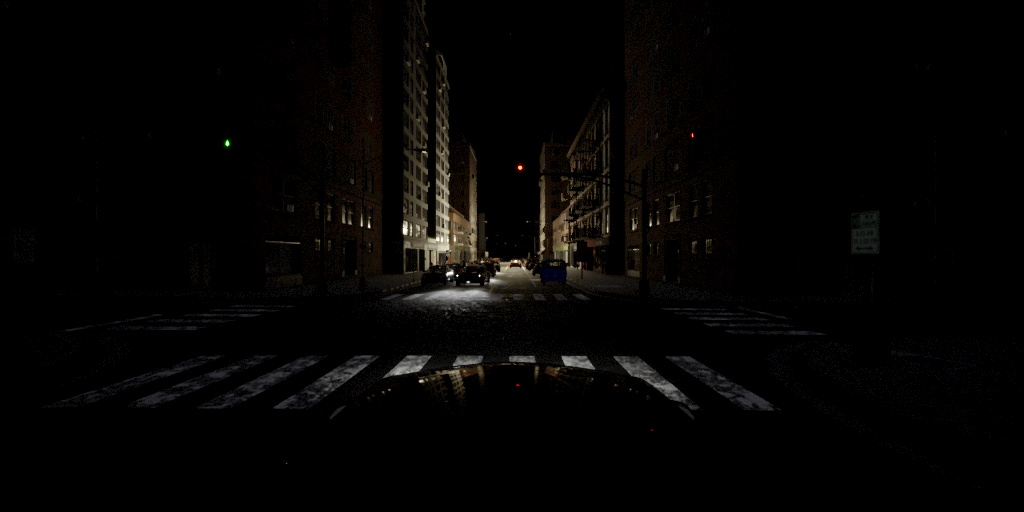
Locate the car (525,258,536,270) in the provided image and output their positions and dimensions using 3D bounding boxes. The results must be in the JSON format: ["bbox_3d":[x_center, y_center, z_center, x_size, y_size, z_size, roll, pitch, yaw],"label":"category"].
[{"bbox_3d":[3.039,1.325,48.082,1.802,1.307,4.207,0,0,1],"label":"car"}]

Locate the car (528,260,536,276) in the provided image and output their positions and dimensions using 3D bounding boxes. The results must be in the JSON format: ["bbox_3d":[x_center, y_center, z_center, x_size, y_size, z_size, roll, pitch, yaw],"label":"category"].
[{"bbox_3d":[2.939,1.329,36.720,1.802,1.307,4.207,0,0,1],"label":"car"}]

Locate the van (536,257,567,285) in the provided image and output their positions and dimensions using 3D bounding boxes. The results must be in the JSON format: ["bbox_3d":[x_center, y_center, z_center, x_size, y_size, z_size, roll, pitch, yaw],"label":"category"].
[{"bbox_3d":[2.840,1.089,25.358,1.690,1.789,3.998,0,0,1],"label":"van"}]

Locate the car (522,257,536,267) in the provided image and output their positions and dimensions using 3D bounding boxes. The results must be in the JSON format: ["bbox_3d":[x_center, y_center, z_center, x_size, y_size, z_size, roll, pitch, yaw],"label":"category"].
[{"bbox_3d":[3.089,1.054,53.764,2.192,1.841,5.009,0,0,1],"label":"car"}]

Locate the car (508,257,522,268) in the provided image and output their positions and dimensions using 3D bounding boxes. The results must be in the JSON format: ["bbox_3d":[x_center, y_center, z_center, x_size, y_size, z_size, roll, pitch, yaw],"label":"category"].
[{"bbox_3d":[0.602,1.336,59.039,1.895,1.301,4.718,0,0,1],"label":"car"}]

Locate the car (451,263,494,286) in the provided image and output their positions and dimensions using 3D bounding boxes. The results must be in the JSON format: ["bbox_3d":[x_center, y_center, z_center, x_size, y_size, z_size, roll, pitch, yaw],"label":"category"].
[{"bbox_3d":[-2.658,1.349,25.127,1.895,1.301,4.718,0,0,4],"label":"car"}]

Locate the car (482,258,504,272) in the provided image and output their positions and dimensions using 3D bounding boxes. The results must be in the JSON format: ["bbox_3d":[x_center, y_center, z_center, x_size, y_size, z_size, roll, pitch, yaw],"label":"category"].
[{"bbox_3d":[-2.464,1.309,45.193,1.994,1.385,4.181,0,0,1],"label":"car"}]

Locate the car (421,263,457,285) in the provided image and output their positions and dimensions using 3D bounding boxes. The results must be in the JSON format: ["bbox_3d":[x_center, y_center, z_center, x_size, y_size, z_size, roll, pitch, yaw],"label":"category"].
[{"bbox_3d":[-5.185,1.299,25.419,2.007,1.370,4.403,0,0,1],"label":"car"}]

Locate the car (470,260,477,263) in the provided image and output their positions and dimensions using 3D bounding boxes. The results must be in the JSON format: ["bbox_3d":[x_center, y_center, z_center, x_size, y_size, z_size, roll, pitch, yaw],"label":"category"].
[{"bbox_3d":[-4.987,1.269,47.977,1.751,1.417,4.829,0,0,1],"label":"car"}]

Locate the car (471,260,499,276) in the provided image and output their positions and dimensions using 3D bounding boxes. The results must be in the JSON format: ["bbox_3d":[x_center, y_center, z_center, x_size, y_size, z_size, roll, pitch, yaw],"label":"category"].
[{"bbox_3d":[-2.558,1.348,35.139,1.895,1.301,4.718,0,0,0],"label":"car"}]
